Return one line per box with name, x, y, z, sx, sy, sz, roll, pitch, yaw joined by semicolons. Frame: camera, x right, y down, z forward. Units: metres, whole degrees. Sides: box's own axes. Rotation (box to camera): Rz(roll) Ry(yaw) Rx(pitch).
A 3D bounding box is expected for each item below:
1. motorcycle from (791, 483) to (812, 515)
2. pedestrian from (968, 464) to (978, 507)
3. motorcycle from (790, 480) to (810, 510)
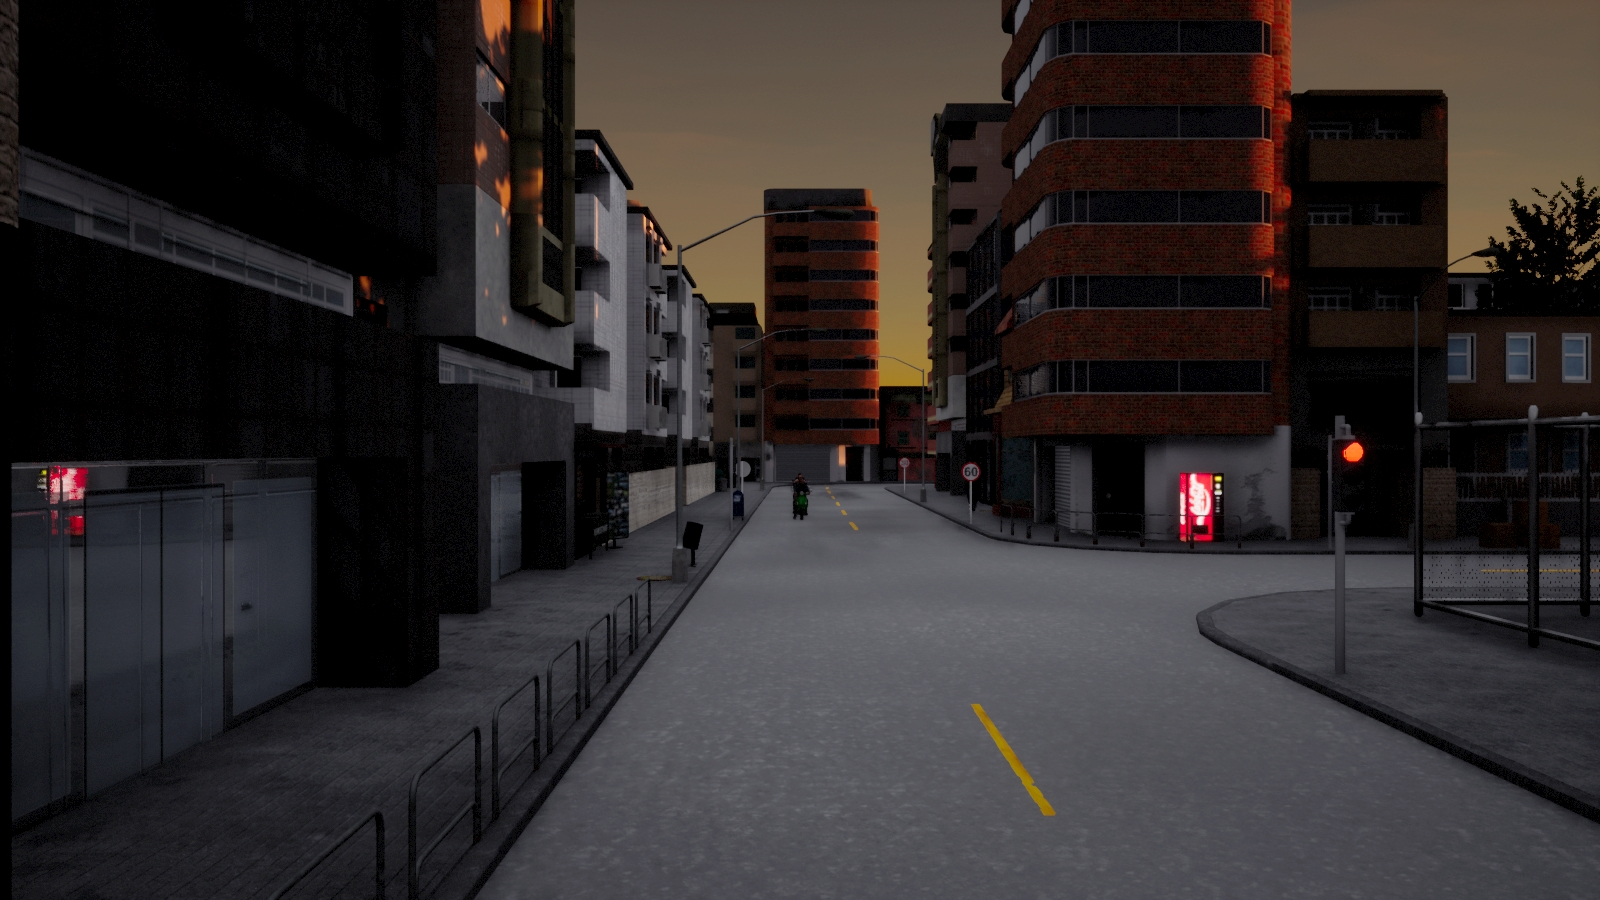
motorcycle;0.063;1.970;46.521;0.856;1.236;1.805;0;0;0
pedestrian;7.476;1.532;49.431;0.375;1.860;0.375;0;0;15
motorcycle;0.019;1.970;50.389;0.856;1.236;1.805;0;0;0
